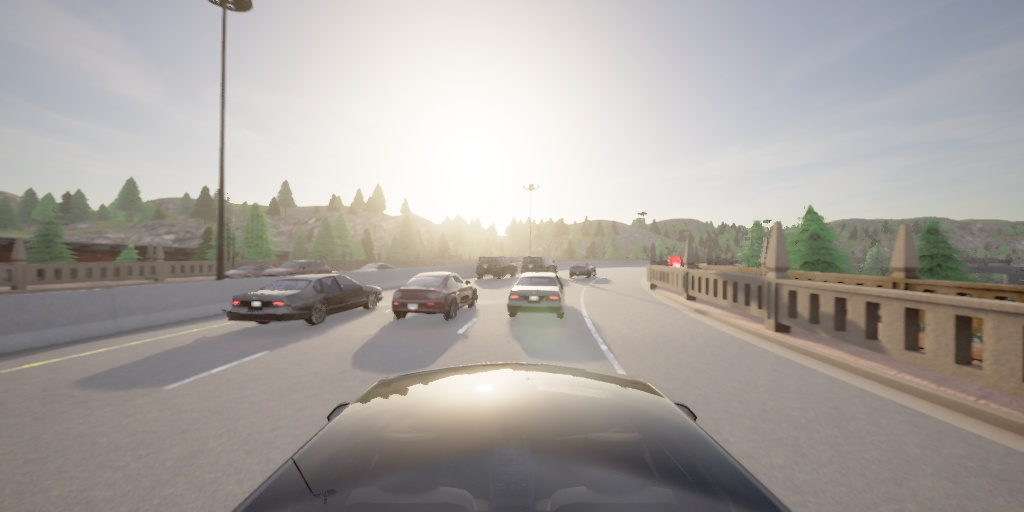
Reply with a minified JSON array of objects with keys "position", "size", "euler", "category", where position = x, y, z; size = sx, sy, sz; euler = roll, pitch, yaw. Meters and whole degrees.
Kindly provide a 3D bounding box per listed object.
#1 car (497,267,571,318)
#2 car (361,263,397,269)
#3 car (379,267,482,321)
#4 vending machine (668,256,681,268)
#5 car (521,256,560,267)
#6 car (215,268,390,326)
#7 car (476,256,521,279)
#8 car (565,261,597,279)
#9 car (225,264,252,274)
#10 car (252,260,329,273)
[{"position":[1.023,1.300,13.126],"size":[2.033,1.411,5.357],"euler":[0,0,8],"category":"car"},{"position":[-10.383,1.265,27.175],"size":[1.812,1.442,4.674],"euler":[0,0,16],"category":"car"},{"position":[-2.530,1.267,12.465],"size":[1.812,1.442,4.674],"euler":[0,0,7],"category":"car"},{"position":[12.984,0.961,28.481],"size":[1.100,2.100,0.880],"euler":[0,0,21],"category":"vending machine"},{"position":[2.515,0.985,32.412],"size":[2.150,2.045,5.566],"euler":[0,0,21],"category":"car"},{"position":[-6.211,1.276,11.628],"size":[2.033,1.411,5.357],"euler":[0,0,7],"category":"car"},{"position":[-1.311,0.982,32.158],"size":[2.150,2.045,5.566],"euler":[0,0,20],"category":"car"},{"position":[6.590,1.257,33.076],"size":[2.128,1.511,4.902],"euler":[0,0,22],"category":"car"},{"position":[-18.123,1.281,25.061],"size":[1.994,1.385,4.181],"euler":[0,0,14],"category":"car"},{"position":[-14.657,1.076,24.527],"size":[2.097,1.767,4.553],"euler":[0,0,14],"category":"car"}]
